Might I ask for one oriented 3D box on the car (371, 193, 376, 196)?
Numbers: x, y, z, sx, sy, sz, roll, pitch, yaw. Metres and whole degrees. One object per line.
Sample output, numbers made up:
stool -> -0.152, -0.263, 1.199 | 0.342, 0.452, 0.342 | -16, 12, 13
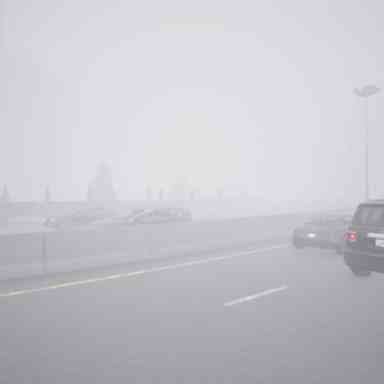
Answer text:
car -> 44.683, 1.552, 78.036 | 1.837, 1.490, 4.892 | -1, 0, 4

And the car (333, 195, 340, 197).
car -> 22.862, 1.573, 50.594 | 2.128, 1.511, 4.902 | -1, 0, 23

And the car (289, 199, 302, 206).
car -> 17.636, 1.763, 56.391 | 1.895, 1.301, 4.718 | -1, 0, 21

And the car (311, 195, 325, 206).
car -> 21.171, 1.483, 55.950 | 2.097, 1.767, 4.553 | -1, 0, 20

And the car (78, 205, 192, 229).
car -> -2.460, 1.531, 15.724 | 4.902, 1.511, 2.128 | 0, 0, -41

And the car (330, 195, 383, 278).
car -> 6.210, 1.205, 9.074 | 5.566, 2.045, 2.150 | 0, 0, -41

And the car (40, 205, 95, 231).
car -> -6.932, 1.565, 21.082 | 4.902, 1.511, 2.128 | 0, 0, -41

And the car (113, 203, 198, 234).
car -> -2.162, 1.545, 20.671 | 4.902, 1.511, 2.128 | 0, 0, -43

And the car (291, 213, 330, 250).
car -> 5.840, 1.559, 13.554 | 4.181, 1.385, 1.994 | 0, 0, -43
